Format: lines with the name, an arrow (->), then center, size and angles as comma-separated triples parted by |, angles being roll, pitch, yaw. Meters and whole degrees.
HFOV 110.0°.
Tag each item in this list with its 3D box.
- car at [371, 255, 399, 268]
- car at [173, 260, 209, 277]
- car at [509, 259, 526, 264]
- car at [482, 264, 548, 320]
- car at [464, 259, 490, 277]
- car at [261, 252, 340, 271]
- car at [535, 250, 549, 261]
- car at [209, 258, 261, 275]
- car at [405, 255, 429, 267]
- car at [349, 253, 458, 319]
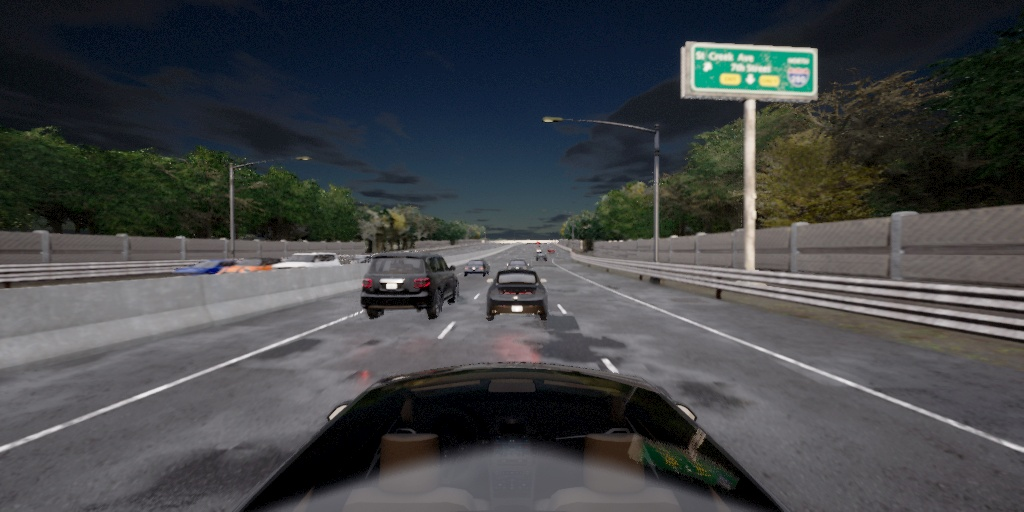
car -> -16.650, 0.675, 47.185 | 1.812, 1.442, 4.674 | 0, 1, 3
car -> -20.842, 1.014, 25.115 | 1.882, 1.535, 5.008 | 0, 1, 1
car -> 0.500, 1.003, 31.481 | 2.033, 1.411, 5.357 | 0, 1, 1
car -> 0.165, 1.193, 12.395 | 1.837, 1.490, 4.892 | 0, 0, 0
car -> -3.007, 1.005, 31.301 | 2.033, 1.411, 5.357 | 0, 1, 1
car -> -13.861, 0.767, 24.435 | 2.150, 2.045, 5.566 | 0, 1, 1
car -> 5.195, 0.115, 63.948 | 1.812, 1.442, 4.674 | 0, 2, 3
car -> -17.358, 0.899, 24.274 | 2.097, 1.767, 4.553 | 0, 1, 1
car -> -13.045, 0.593, 49.540 | 1.837, 1.490, 4.892 | 0, 1, 3
car -> -3.335, 0.905, 12.690 | 2.150, 2.045, 5.566 | 0, 0, 1
